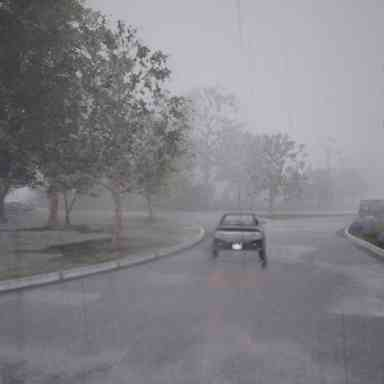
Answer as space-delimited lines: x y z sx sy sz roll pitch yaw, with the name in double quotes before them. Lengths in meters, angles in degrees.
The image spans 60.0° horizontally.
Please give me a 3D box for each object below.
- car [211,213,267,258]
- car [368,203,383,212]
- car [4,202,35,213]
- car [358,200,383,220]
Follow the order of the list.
"car" 1.898 1.584 13.161 2.128 1.511 4.902 0 -1 10
"car" 33.056 2.649 58.903 2.033 1.411 5.357 0 -1 42
"car" -22.743 1.921 41.840 5.357 1.411 2.033 0 -1 -15
"car" 20.276 1.901 36.130 5.566 2.045 2.150 2 -2 -36
